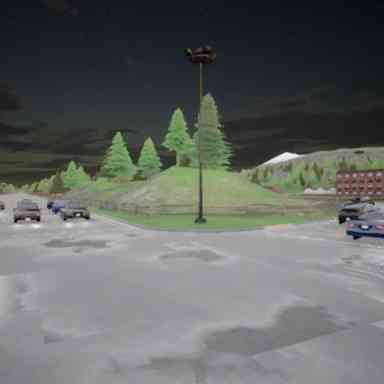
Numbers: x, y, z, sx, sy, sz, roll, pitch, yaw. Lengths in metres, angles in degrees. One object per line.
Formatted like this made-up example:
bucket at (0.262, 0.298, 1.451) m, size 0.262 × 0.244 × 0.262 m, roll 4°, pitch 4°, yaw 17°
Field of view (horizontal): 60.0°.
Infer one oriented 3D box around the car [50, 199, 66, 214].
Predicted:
car at (-14.152, 1.546, 36.486) m, size 1.882 × 1.535 × 5.008 m, roll 0°, pitch 0°, yaw -27°

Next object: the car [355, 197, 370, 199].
car at (26.067, 1.543, 51.097) m, size 1.837 × 1.490 × 4.892 m, roll 0°, pitch 0°, yaw 2°

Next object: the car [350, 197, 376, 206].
car at (29.550, 1.606, 57.743) m, size 1.994 × 1.385 × 4.181 m, roll 0°, pitch 0°, yaw -8°

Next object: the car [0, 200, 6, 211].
car at (-24.643, 1.653, 41.811) m, size 1.994 × 1.385 × 4.181 m, roll 0°, pitch 0°, yaw -26°

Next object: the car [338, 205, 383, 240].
car at (9.375, 1.558, 16.149) m, size 5.357 × 1.411 × 2.033 m, roll 0°, pitch 0°, yaw -42°

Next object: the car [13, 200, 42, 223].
car at (-13.062, 1.601, 26.465) m, size 2.033 × 1.411 × 5.357 m, roll 0°, pitch 0°, yaw -27°

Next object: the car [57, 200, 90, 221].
car at (-9.728, 1.615, 27.632) m, size 1.994 × 1.385 × 4.181 m, roll 0°, pitch 0°, yaw -26°

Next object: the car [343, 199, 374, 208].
car at (11.996, 1.522, 23.589) m, size 1.837 × 1.490 × 4.892 m, roll 0°, pitch 0°, yaw 45°

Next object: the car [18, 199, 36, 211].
car at (-21.989, 1.653, 44.362) m, size 1.994 × 1.385 × 4.181 m, roll 0°, pitch 0°, yaw -26°

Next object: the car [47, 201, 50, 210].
car at (-18.738, 1.688, 45.689) m, size 1.895 × 1.301 × 4.718 m, roll 0°, pitch 0°, yaw -26°
